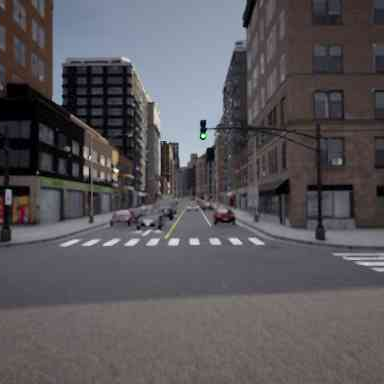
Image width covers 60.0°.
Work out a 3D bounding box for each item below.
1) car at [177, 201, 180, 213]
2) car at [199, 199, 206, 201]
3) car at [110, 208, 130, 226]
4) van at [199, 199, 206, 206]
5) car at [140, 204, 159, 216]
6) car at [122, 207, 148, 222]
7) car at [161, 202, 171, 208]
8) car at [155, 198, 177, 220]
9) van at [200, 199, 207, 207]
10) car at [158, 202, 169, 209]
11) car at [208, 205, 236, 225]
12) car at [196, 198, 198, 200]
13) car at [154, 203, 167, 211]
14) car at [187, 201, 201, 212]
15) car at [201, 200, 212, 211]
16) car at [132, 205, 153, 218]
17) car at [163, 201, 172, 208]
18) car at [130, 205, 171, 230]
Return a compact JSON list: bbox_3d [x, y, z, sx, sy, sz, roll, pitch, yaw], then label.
[{"bbox_3d":[-3.021,2.415,47.200,2.033,1.411,5.357,0,-1,0],"label":"car"},{"bbox_3d":[2.772,2.510,62.241,1.967,1.590,4.097,0,-1,0],"label":"car"},{"bbox_3d":[-5.841,2.162,28.744,1.802,1.307,4.206,0,-1,0],"label":"car"},{"bbox_3d":[2.829,2.862,90.167,1.690,1.788,3.998,0,-1,0],"label":"van"},{"bbox_3d":[-5.803,2.412,45.500,2.008,1.369,4.403,0,-1,0],"label":"car"},{"bbox_3d":[-5.828,2.240,34.329,1.947,1.339,4.313,0,-1,0],"label":"car"},{"bbox_3d":[-5.740,2.885,73.425,1.947,1.339,4.313,0,-1,0],"label":"car"},{"bbox_3d":[-3.049,1.898,35.783,2.150,2.045,5.566,0,-1,0],"label":"car"},{"bbox_3d":[2.818,2.772,84.583,1.690,1.788,3.998,0,-1,0],"label":"van"},{"bbox_3d":[-5.753,2.794,67.840,1.947,1.339,4.313,0,-1,0],"label":"car"},{"bbox_3d":[2.704,2.056,28.730,1.887,1.381,4.507,0,-1,0],"label":"car"},{"bbox_3d":[2.807,2.656,78.998,2.192,1.841,5.009,0,-1,0],"label":"car"},{"bbox_3d":[-5.765,2.688,62.255,2.008,1.369,4.403,0,-1,0],"label":"car"},{"bbox_3d":[0.083,2.582,55.519,1.895,1.301,4.718,0,-1,0],"label":"car"},{"bbox_3d":[2.761,2.560,56.654,1.802,1.307,4.206,0,-1,0],"label":"car"},{"bbox_3d":[-5.816,2.290,39.745,1.752,1.417,4.829,0,-1,0],"label":"car"},{"bbox_3d":[-5.728,2.932,78.841,1.752,1.417,4.829,0,-1,0],"label":"car"},{"bbox_3d":[-3.068,1.995,25.533,2.128,1.511,4.902,0,-1,0],"label":"car"}]
